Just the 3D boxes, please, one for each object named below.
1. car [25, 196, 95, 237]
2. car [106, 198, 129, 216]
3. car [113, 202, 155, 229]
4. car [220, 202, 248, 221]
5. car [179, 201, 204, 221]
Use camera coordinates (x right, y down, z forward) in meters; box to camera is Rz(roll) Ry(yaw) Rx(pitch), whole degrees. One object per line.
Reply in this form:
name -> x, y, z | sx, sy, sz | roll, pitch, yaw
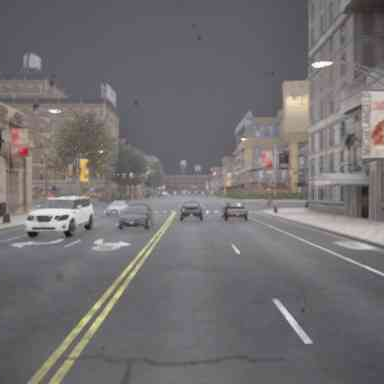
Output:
car -> -7.121, 1.256, 18.611 | 2.150, 2.045, 5.566 | 0, 0, -1
car -> -7.159, 1.585, 32.874 | 1.812, 1.442, 4.674 | 0, 0, 0
car -> -3.522, 1.567, 21.720 | 1.837, 1.490, 4.892 | 0, 0, 0
car -> 3.456, 1.538, 27.768 | 2.128, 1.511, 4.902 | 0, 0, 0
car -> -0.044, 1.553, 27.890 | 1.837, 1.490, 4.892 | 0, 0, 0
